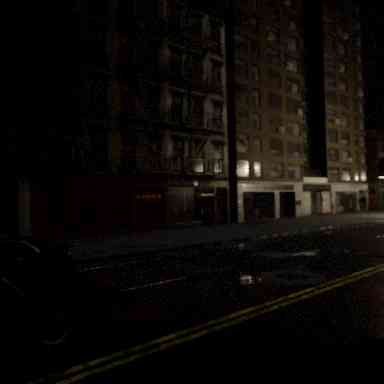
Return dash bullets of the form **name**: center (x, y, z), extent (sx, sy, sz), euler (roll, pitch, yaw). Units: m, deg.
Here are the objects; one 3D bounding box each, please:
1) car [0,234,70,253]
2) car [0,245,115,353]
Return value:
- **car**: center (-5.296, 1.821, 7.776), extent (4.892, 1.490, 1.837), euler (0, -2, -39)
- **car**: center (-3.695, 1.814, 4.894), extent (4.718, 1.301, 1.895), euler (0, -2, -39)
